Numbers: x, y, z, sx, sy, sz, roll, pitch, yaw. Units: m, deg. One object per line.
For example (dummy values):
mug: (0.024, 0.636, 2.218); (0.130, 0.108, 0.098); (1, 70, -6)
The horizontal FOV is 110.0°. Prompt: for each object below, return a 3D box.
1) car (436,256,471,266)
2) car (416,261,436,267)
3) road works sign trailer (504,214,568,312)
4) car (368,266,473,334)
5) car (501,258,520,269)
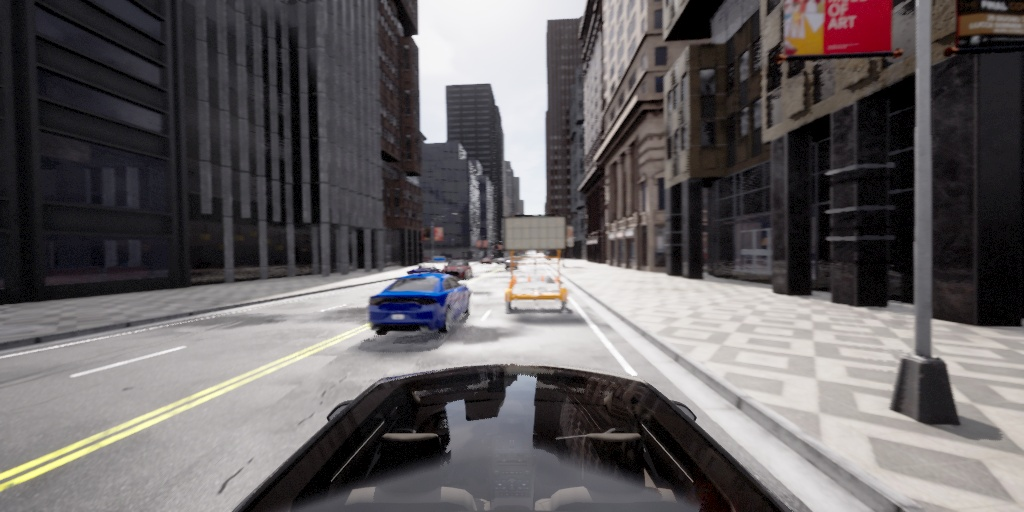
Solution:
car: (-4.695, 1.120, 30.911); (2.097, 1.767, 4.553); (-1, 0, 4)
car: (-7.872, 1.416, 32.155); (1.895, 1.301, 4.718); (-1, 0, 4)
road works sign trailer: (0.941, 0.186, 13.972); (2.380, 3.560, 2.880); (0, 0, 4)
car: (-2.491, 1.259, 10.788); (1.882, 1.535, 5.008); (-1, 0, 4)
car: (0.040, 1.170, 51.652); (2.033, 1.411, 5.357); (-1, 0, 4)
